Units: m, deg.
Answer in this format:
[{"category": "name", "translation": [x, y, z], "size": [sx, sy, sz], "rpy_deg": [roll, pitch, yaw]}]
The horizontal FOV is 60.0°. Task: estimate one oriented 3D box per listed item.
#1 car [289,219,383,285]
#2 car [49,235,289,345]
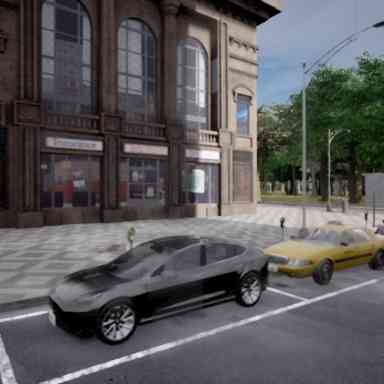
[{"category": "car", "translation": [3.909, 1.522, 9.447], "size": [4.829, 1.417, 1.752], "rpy_deg": [0, 0, -36]}, {"category": "car", "translation": [-0.377, 1.564, 6.385], "size": [4.313, 1.339, 1.947], "rpy_deg": [0, 0, -36]}]
